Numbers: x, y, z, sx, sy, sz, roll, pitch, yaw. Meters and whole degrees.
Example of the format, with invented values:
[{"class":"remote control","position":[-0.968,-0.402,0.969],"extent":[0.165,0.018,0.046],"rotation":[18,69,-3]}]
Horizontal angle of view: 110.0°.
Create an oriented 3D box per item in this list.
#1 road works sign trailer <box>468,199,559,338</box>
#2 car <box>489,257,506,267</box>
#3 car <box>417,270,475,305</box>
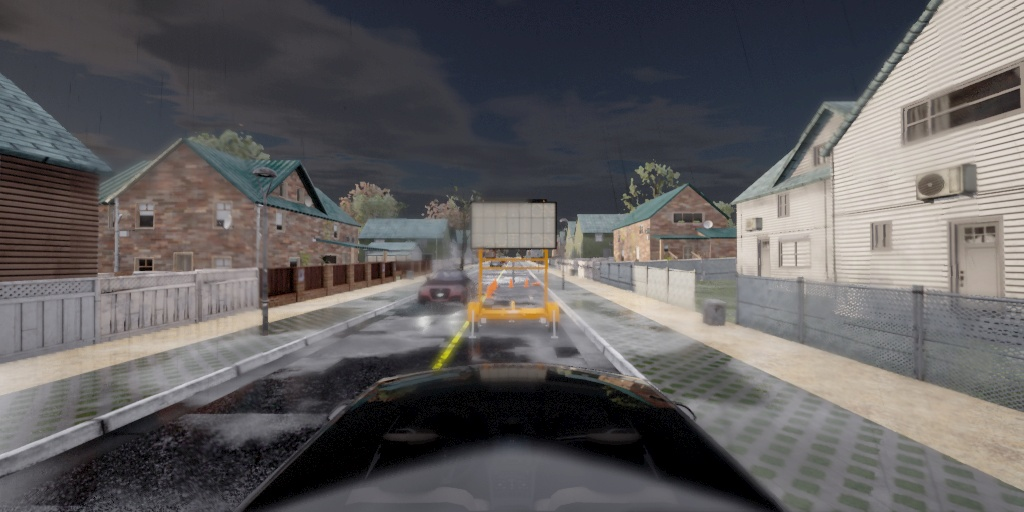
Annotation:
[{"class":"road works sign trailer","position":[0.043,0.217,10.127],"extent":[2.380,3.560,2.880],"rotation":[0,0,0]},{"class":"car","position":[-2.563,1.241,56.624],"extent":[2.128,1.511,4.902],"rotation":[0,0,0]},{"class":"car","position":[-2.778,1.318,15.879],"extent":[1.994,1.385,4.181],"rotation":[0,0,0]}]
